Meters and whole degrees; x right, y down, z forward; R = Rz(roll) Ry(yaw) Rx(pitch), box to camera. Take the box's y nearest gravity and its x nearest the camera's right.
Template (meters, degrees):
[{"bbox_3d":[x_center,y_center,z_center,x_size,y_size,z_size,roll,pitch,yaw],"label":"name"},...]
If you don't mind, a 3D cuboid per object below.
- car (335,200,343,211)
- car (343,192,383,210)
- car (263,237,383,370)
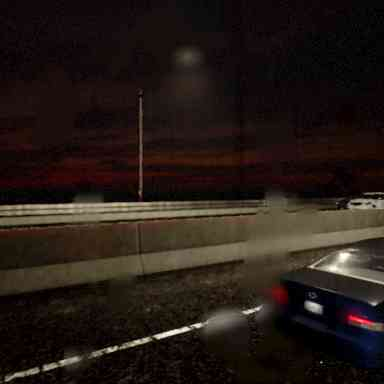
[{"bbox_3d":[17.798,1.159,36.478,4.553,1.767,2.097,0,0,-34],"label":"car"},{"bbox_3d":[17.334,1.054,31.955,5.566,2.045,2.150,0,0,-34],"label":"car"},{"bbox_3d":[3.636,1.518,5.655,5.357,1.411,2.033,0,0,-34],"label":"car"}]
